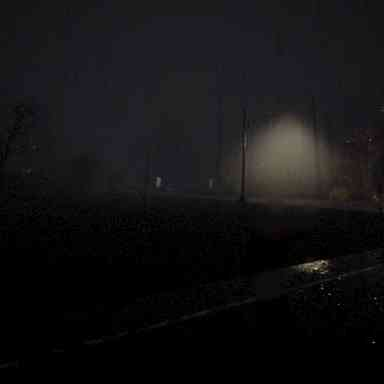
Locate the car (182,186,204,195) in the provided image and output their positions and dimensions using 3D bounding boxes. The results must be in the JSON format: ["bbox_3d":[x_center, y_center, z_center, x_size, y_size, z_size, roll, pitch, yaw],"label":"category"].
[{"bbox_3d":[0.210,-0.394,60.263,2.097,1.767,4.553,0,2,-36],"label":"car"}]

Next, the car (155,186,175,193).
[{"bbox_3d":[-5.640,-0.555,68.420,2.033,1.411,5.357,0,2,-36],"label":"car"}]
